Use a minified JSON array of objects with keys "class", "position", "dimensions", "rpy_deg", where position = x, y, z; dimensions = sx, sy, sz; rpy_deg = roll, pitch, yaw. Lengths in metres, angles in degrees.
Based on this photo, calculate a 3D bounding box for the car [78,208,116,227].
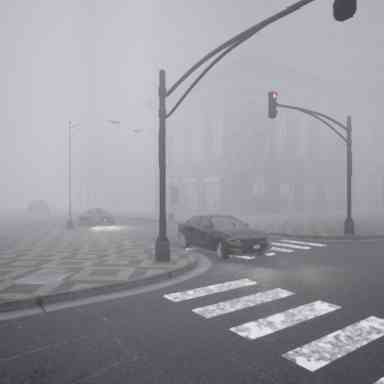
[{"class":"car","position":[-7.776,2.010,27.109],"dimensions":[1.994,1.385,4.181],"rpy_deg":[0,-1,-35]}]

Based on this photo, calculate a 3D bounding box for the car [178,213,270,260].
[{"class":"car","position":[1.106,1.645,13.580],"dimensions":[1.882,1.535,5.008],"rpy_deg":[0,-1,-26]}]

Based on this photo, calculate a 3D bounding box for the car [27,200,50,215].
[{"class":"car","position":[-21.785,2.095,47.019],"dimensions":[2.150,2.045,5.566],"rpy_deg":[0,-1,-35]}]
